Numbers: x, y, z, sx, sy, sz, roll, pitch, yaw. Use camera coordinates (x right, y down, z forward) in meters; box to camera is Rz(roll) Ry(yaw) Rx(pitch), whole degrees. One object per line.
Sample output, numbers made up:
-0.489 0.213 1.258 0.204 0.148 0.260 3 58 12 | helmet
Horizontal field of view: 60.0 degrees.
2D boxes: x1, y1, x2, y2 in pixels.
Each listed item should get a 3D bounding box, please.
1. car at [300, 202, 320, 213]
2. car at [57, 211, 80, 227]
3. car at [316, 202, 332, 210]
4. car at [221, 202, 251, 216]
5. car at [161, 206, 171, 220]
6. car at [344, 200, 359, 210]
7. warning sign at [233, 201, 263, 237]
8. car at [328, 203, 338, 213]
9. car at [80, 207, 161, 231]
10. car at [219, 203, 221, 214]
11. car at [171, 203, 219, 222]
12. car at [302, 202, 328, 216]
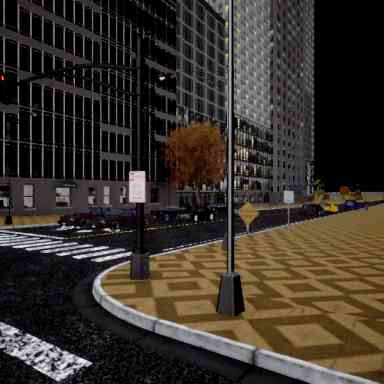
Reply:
19.613 2.532 55.255 2.128 1.511 4.902 0 -1 33 | car
-7.526 1.873 25.506 2.033 1.411 5.357 0 -1 33 | car
25.762 2.728 64.794 2.128 1.511 4.902 0 -1 33 | car
5.872 2.034 40.275 2.097 1.767 4.553 0 -1 33 | car
-2.330 2.098 33.567 1.895 1.301 4.718 0 -1 33 | car
31.486 2.537 65.760 2.150 2.045 5.566 0 -1 33 | car
3.122 1.454 18.553 1.300 1.860 1.060 1 1 33 | warning sign
21.890 2.510 52.970 1.882 1.535 5.008 0 -1 33 | car
-4.874 1.874 23.623 2.033 1.411 5.357 0 -1 33 | car
3.068 2.167 41.924 2.128 1.511 4.902 0 -1 33 | car
0.404 2.006 31.810 1.837 1.490 4.892 0 -1 33 | car
16.294 2.354 44.203 1.837 1.490 4.892 0 -1 33 | car
